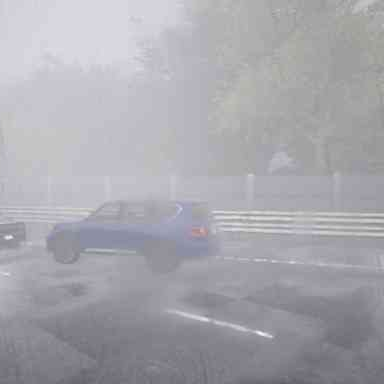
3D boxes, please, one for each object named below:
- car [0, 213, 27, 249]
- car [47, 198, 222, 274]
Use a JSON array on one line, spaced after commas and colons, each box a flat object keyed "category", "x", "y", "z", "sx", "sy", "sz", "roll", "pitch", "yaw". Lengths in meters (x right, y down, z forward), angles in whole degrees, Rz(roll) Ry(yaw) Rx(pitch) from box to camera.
[{"category": "car", "x": -8.683, "y": 1.465, "z": 13.011, "sx": 5.008, "sy": 1.535, "sz": 1.882, "roll": 0, "pitch": 0, "yaw": 28}, {"category": "car", "x": -1.850, "y": 1.207, "z": 10.444, "sx": 5.566, "sy": 2.045, "sz": 2.150, "roll": 0, "pitch": 0, "yaw": 21}]
